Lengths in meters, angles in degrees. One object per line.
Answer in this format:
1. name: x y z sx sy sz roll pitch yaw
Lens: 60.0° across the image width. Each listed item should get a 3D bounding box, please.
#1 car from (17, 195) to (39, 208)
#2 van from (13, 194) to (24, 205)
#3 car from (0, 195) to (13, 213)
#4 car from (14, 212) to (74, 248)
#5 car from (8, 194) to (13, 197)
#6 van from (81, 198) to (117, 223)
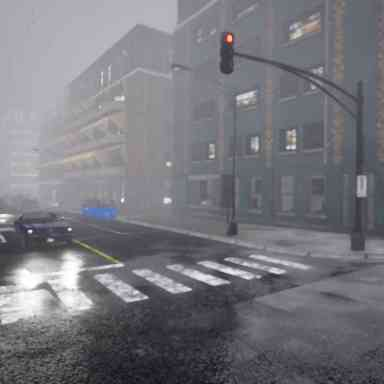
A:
1. car: -23.420 1.508 48.155 2.008 1.369 4.403 0 0 -36
2. van: -26.690 1.291 52.738 1.690 1.788 3.998 0 0 -36
3. car: -21.183 1.423 36.001 2.128 1.511 4.902 0 0 -36
4. car: -6.681 1.570 14.809 1.895 1.301 4.718 0 0 -33
5. car: -29.960 1.488 57.319 1.887 1.381 4.507 0 0 -36
6. van: -7.122 1.335 25.283 1.690 1.788 3.998 0 0 -34
